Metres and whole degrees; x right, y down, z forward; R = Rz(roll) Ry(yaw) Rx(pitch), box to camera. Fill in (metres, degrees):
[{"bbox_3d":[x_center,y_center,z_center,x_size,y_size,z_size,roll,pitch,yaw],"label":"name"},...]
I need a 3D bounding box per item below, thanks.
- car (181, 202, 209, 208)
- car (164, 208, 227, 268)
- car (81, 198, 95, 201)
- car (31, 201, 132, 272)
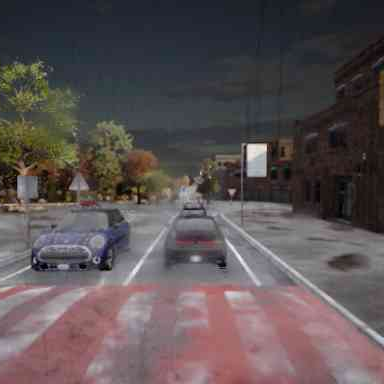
[{"bbox_3d":[0.185,1.490,24.517,2.128,1.511,4.902,0,0,4],"label":"car"},{"bbox_3d":[0.101,1.511,11.289,1.837,1.490,4.892,0,1,0],"label":"car"},{"bbox_3d":[-15.022,1.498,48.239,1.895,1.301,4.718,-1,1,-26],"label":"car"},{"bbox_3d":[-3.336,1.356,10.883,2.097,1.767,4.553,0,0,0],"label":"car"}]
